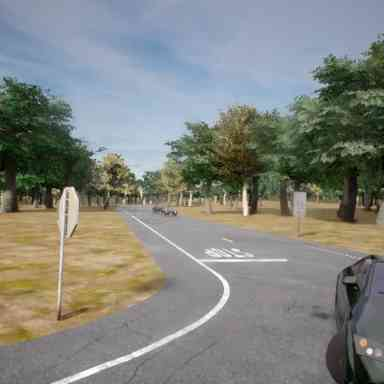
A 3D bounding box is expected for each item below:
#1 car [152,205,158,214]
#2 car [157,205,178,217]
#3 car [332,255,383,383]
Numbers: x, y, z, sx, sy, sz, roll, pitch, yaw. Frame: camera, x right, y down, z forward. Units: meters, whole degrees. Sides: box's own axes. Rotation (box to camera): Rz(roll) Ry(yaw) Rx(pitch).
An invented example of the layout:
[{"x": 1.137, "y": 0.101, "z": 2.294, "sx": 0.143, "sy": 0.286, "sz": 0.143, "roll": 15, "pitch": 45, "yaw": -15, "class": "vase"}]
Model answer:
[{"x": -5.662, "y": 2.961, "z": 56.886, "sx": 1.882, "sy": 1.535, "sz": 5.008, "roll": 3, "pitch": -2, "yaw": -14, "class": "car"}, {"x": -3.418, "y": 2.850, "z": 48.036, "sx": 1.895, "sy": 1.301, "sz": 4.718, "roll": 3, "pitch": -2, "yaw": -13, "class": "car"}, {"x": 3.110, "y": 1.643, "z": 4.624, "sx": 1.994, "sy": 1.385, "sz": 4.181, "roll": 1, "pitch": -1, "yaw": 22, "class": "car"}]
